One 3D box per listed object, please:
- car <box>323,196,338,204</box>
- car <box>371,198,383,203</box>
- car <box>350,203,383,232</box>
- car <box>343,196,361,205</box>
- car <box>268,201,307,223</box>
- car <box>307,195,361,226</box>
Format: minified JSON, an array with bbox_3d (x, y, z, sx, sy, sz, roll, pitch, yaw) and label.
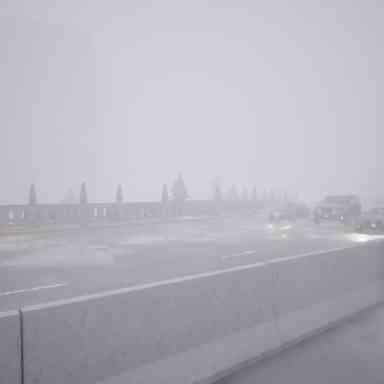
[{"bbox_3d":[26.104,1.556,62.914,1.994,1.385,4.181,0,0,13],"label":"car"},{"bbox_3d":[31.454,1.599,55.748,1.895,1.301,4.718,0,0,17],"label":"car"},{"bbox_3d":[10.795,1.564,18.870,1.994,1.385,4.181,0,0,41],"label":"car"},{"bbox_3d":[29.134,1.497,60.613,2.128,1.511,4.902,0,0,15],"label":"car"},{"bbox_3d":[7.688,1.492,25.930,2.128,1.511,4.902,0,0,40],"label":"car"},{"bbox_3d":[10.501,1.221,23.772,2.150,2.045,5.566,0,0,40],"label":"car"}]
